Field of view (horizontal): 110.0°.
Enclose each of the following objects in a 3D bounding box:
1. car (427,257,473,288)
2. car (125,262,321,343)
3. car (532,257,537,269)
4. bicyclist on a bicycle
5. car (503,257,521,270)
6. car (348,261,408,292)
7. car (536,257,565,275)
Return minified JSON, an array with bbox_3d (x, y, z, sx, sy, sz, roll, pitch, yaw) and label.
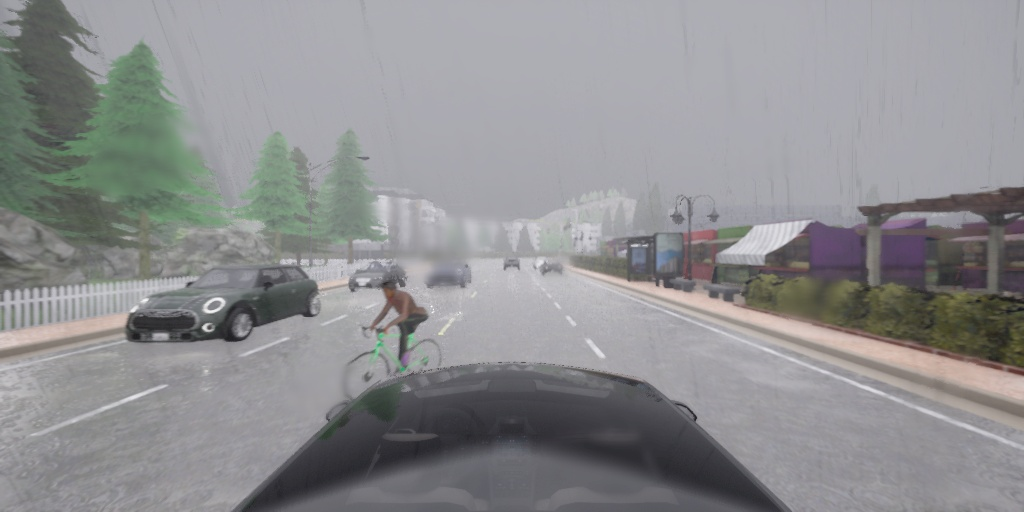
[{"bbox_3d":[-3.552,0.883,21.257,2.097,1.767,4.553,0,1,0],"label":"car"},{"bbox_3d":[-7.117,1.019,9.490,2.097,1.767,4.553,0,1,0],"label":"car"},{"bbox_3d":[3.511,0.814,42.804,1.812,1.442,4.674,0,1,0],"label":"car"},{"bbox_3d":[-1.654,1.164,5.225,0.582,1.620,1.656,0,0,38],"label":"bicyclist on a bicycle"},{"bbox_3d":[-0.017,0.806,41.989,1.837,1.490,4.892,0,1,0],"label":"car"},{"bbox_3d":[-7.133,1.047,19.532,2.128,1.511,4.902,0,1,0],"label":"car"},{"bbox_3d":[3.520,1.010,32.082,1.895,1.301,4.718,0,1,0],"label":"car"}]
